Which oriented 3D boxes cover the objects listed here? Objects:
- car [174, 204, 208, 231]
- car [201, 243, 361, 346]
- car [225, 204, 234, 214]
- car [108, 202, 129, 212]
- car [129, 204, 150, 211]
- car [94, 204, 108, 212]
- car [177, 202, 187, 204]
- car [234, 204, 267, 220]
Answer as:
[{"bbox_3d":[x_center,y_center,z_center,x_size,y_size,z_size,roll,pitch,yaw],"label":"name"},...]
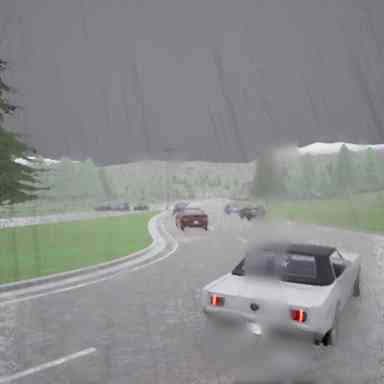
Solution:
[{"bbox_3d":[-0.073,1.920,24.561,1.882,1.535,5.008,-1,-1,-8],"label":"car"},{"bbox_3d":[2.142,1.694,6.650,1.895,1.301,4.718,-1,-1,33],"label":"car"},{"bbox_3d":[5.560,2.273,45.386,2.033,1.411,5.357,-1,-1,0],"label":"car"},{"bbox_3d":[-12.758,2.614,60.101,2.097,1.767,4.553,-1,-1,9],"label":"car"},{"bbox_3d":[-9.194,2.811,60.192,1.895,1.301,4.718,-1,-1,9],"label":"car"},{"bbox_3d":[-16.149,2.930,60.962,1.895,1.301,4.718,-1,-1,9],"label":"car"},{"bbox_3d":[-1.409,2.191,45.776,2.097,1.767,4.553,-1,-1,-1],"label":"car"},{"bbox_3d":[6.041,1.997,33.406,2.128,1.511,4.902,-1,-1,-5],"label":"car"}]
